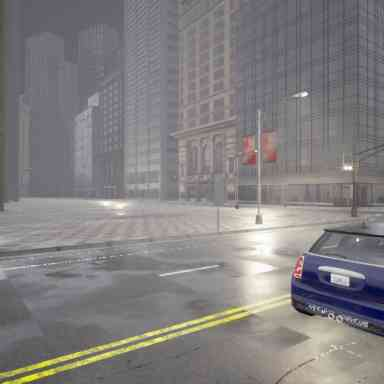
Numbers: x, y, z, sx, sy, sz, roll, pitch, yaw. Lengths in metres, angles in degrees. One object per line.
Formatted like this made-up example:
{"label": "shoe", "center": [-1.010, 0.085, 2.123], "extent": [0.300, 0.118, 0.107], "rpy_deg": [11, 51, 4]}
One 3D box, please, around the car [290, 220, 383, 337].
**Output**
{"label": "car", "center": [3.974, 1.352, 6.293], "extent": [4.553, 1.767, 2.097], "rpy_deg": [0, 0, -36]}
